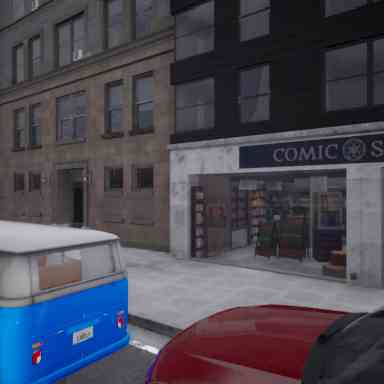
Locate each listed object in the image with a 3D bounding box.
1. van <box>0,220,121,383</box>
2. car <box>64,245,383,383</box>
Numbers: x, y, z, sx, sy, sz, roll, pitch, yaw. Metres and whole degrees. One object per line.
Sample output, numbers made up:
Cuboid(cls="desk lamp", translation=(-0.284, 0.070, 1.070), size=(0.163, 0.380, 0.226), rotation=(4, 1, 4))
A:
Cuboid(cls="van", translation=(-2.704, 1.341, 4.743), size=(3.998, 1.788, 1.690), rotation=(0, 0, 36))
Cuboid(cls="car", translation=(1.917, 1.315, 1.442), size=(5.009, 1.841, 2.192), rotation=(0, 0, 36))
